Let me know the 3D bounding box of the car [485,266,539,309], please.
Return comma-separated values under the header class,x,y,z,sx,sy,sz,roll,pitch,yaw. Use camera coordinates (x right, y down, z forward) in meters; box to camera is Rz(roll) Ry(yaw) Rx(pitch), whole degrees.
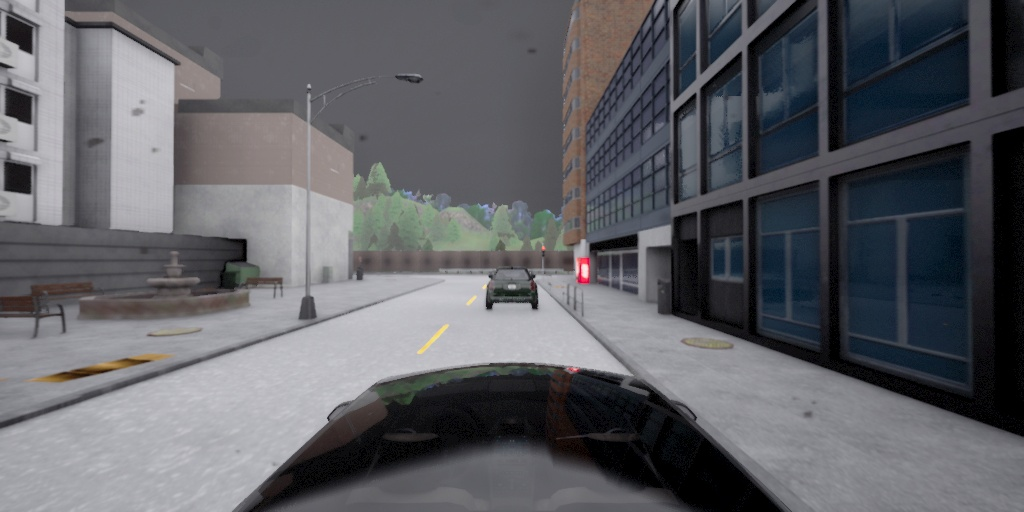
class,x,y,z,sx,sy,sz,roll,pitch,yaw
car,0.003,1.234,15.929,2.097,1.767,4.553,0,-1,0
